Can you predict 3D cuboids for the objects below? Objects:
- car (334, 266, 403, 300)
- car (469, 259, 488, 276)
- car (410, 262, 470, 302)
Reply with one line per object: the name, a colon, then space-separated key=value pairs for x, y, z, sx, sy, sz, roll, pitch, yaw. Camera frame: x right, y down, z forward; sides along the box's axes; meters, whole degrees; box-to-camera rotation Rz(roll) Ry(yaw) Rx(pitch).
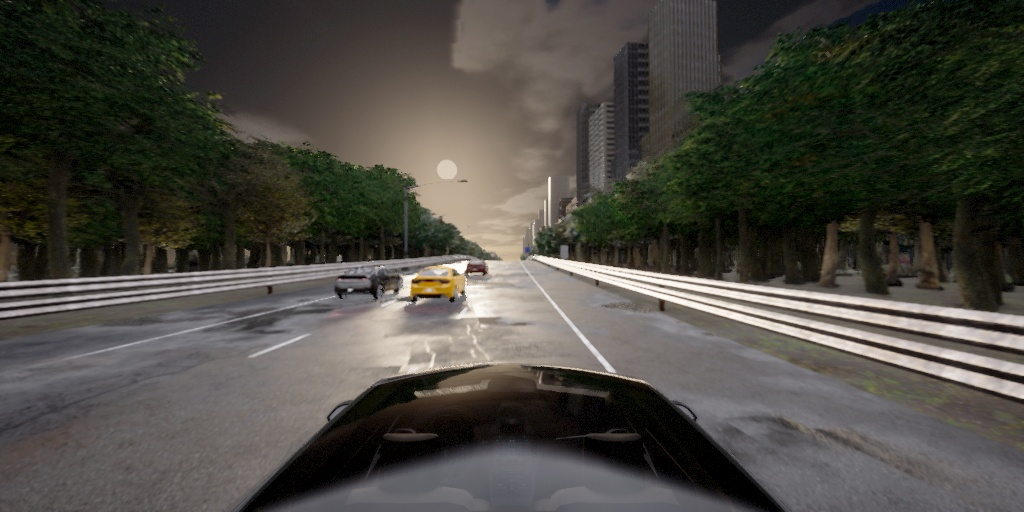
car: x=-6.898 y=1.236 z=17.711 sx=2.128 sy=1.511 sz=4.902 roll=0 pitch=0 yaw=0
car: x=-3.395 y=1.060 z=35.203 sx=1.882 sy=1.535 sz=5.008 roll=0 pitch=1 yaw=0
car: x=-3.397 y=1.226 z=17.189 sx=1.882 sy=1.535 sz=5.008 roll=0 pitch=0 yaw=0
